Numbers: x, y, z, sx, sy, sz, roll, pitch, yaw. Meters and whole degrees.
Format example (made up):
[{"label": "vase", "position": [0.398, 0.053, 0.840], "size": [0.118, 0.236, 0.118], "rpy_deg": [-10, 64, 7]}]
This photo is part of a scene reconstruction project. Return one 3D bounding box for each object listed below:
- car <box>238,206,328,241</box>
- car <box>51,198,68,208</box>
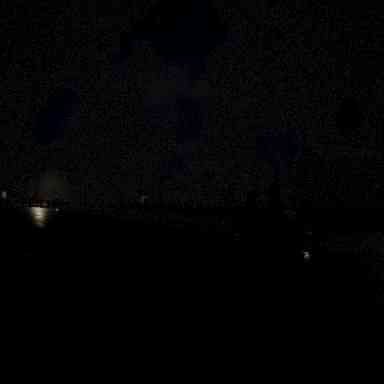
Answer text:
[{"label": "car", "position": [4.562, 1.520, 17.380], "size": [1.882, 1.535, 5.008], "rpy_deg": [-1, 1, -35]}, {"label": "car", "position": [-21.813, 1.753, 54.562], "size": [1.837, 1.490, 4.892], "rpy_deg": [-1, 0, -35]}]
